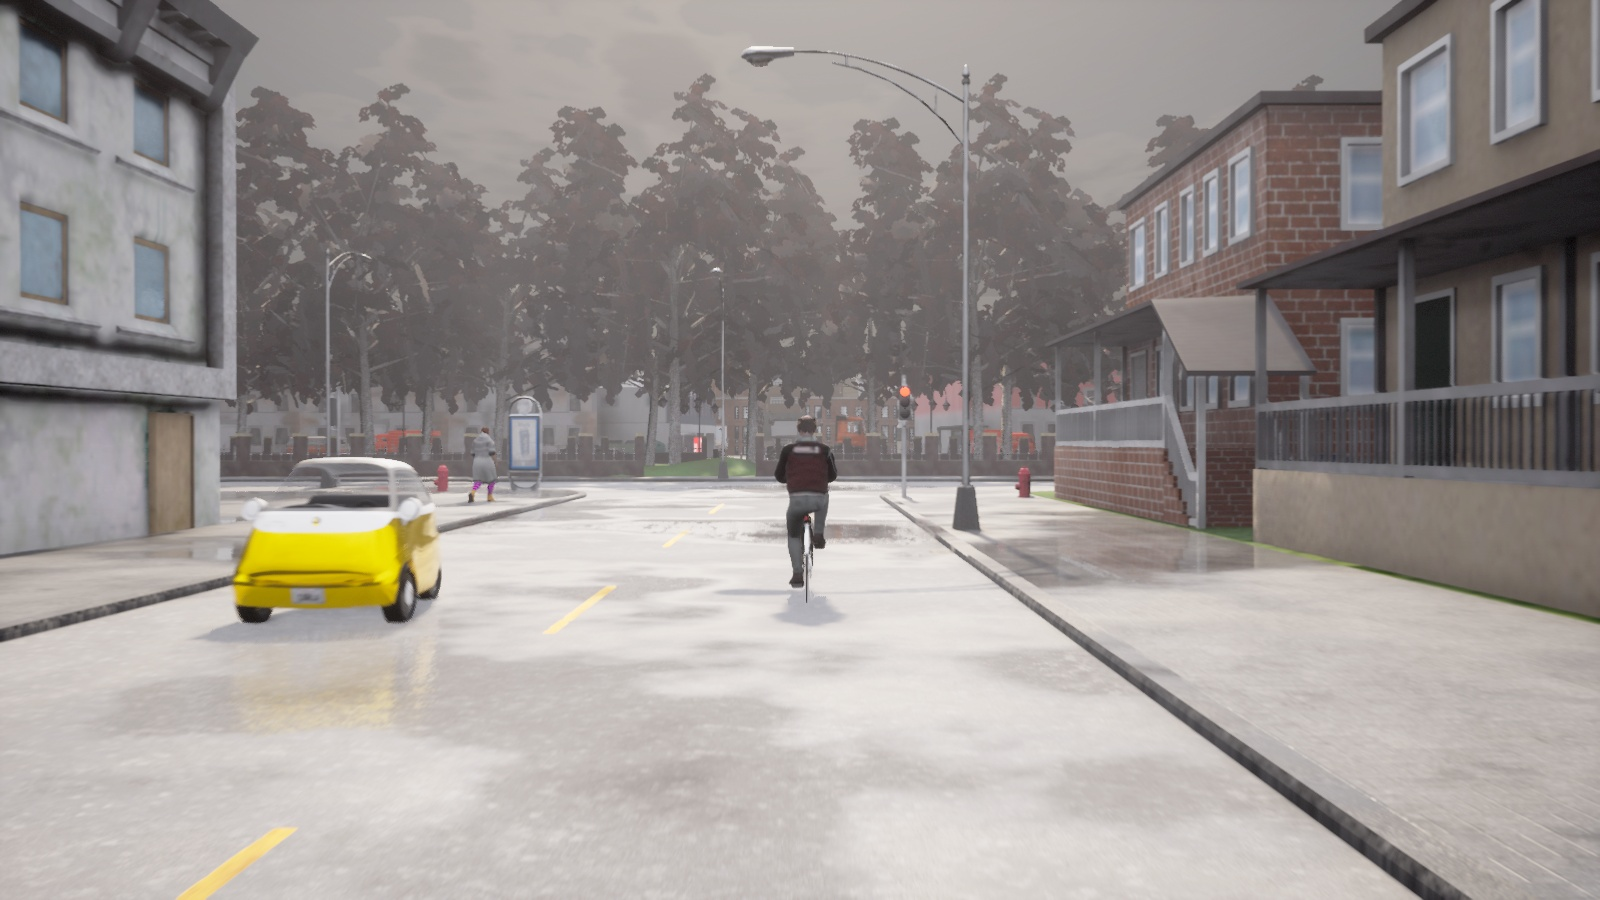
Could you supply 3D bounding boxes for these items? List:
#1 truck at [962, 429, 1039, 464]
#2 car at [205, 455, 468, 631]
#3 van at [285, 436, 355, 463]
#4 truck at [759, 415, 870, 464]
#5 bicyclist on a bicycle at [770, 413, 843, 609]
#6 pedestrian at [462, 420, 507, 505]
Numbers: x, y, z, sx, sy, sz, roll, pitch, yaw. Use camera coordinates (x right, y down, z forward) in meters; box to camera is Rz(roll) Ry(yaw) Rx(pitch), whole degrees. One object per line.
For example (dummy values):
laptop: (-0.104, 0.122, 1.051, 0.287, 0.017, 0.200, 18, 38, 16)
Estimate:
truck: (14.581, -0.242, 91.515, 5.204, 2.467, 2.627, 0, 0, 0)
car: (-3.933, 0.736, 10.969, 1.481, 1.376, 2.207, 0, 0, 0)
van: (-35.022, -0.046, 91.688, 4.442, 1.987, 1.775, 0, 0, 0)
truck: (1.046, -0.749, 91.563, 7.936, 3.462, 2.891, 0, 0, 0)
bicyclist on a bicycle: (0.069, 0.548, 12.297, 0.659, 1.776, 1.843, 0, 1, 0)
pedestrian: (-7.385, 0.284, 29.403, 0.659, 1.952, 0.873, 0, 0, 20)
